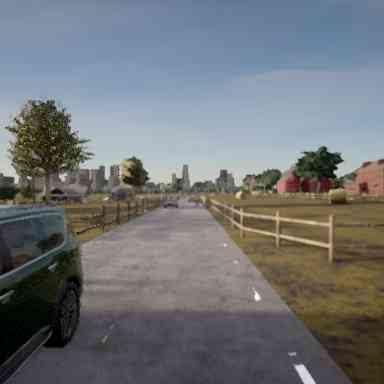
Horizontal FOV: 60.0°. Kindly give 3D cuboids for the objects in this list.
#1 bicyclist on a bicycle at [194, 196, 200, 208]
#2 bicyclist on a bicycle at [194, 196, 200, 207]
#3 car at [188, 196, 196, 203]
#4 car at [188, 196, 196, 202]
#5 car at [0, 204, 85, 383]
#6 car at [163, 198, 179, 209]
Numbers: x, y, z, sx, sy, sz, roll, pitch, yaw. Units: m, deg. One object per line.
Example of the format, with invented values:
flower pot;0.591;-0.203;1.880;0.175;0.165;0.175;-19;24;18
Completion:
bicyclist on a bicycle;0.756;1.421;41.668;0.582;1.620;1.656;0;-1;0
bicyclist on a bicycle;0.744;1.446;52.310;0.866;1.612;1.509;0;0;0
car;0.002;1.650;73.904;2.033;1.411;5.357;0;0;0
car;0.002;1.731;85.277;1.994;1.385;4.181;0;0;0
car;-2.850;1.209;3.348;2.150;2.045;5.566;0;0;0
car;-2.829;1.545;45.287;1.994;1.385;4.181;0;0;0
